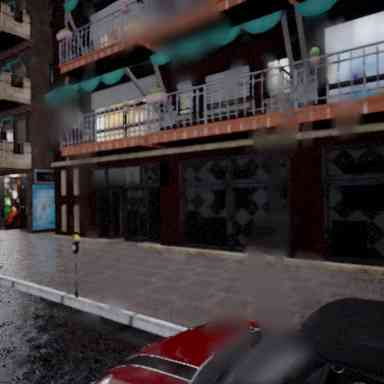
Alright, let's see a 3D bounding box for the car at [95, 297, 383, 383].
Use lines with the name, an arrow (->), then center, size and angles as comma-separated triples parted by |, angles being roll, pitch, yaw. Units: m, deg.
car -> 1.061, 1.442, 1.973 | 4.097, 1.590, 1.967 | 0, -1, 36
